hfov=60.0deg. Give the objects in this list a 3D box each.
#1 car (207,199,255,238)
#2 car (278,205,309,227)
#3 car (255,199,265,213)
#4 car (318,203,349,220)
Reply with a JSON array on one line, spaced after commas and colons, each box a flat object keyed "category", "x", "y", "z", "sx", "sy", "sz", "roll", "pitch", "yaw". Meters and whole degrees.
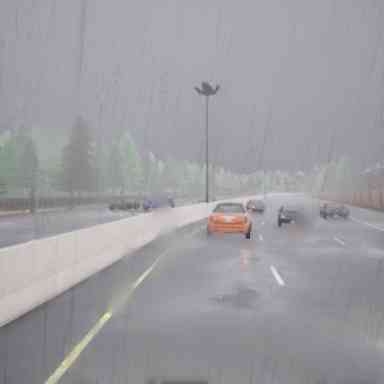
[{"category": "car", "x": 2.088, "y": 1.311, "z": 17.535, "sx": 2.097, "sy": 1.767, "sz": 4.553, "roll": 0, "pitch": 0, "yaw": 11}, {"category": "car", "x": 6.802, "y": 1.564, "z": 22.696, "sx": 1.895, "sy": 1.301, "sz": 4.718, "roll": 0, "pitch": 0, "yaw": 14}, {"category": "car", "x": 6.825, "y": 1.490, "z": 36.147, "sx": 1.994, "sy": 1.385, "sz": 4.181, "roll": 0, "pitch": 0, "yaw": 15}, {"category": "car", "x": 11.897, "y": 1.569, "z": 28.236, "sx": 1.895, "sy": 1.301, "sz": 4.718, "roll": 0, "pitch": 0, "yaw": 15}]
